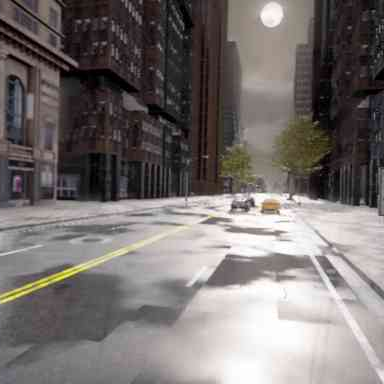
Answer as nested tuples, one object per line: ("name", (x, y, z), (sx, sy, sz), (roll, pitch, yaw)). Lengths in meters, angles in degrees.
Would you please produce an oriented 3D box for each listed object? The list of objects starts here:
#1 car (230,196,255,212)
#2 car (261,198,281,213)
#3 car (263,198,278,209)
("car", (5.464, 1.339, 37.186), (2.128, 1.511, 4.902), (2, 1, 14))
("car", (8.554, 1.414, 36.155), (1.882, 1.535, 5.008), (2, 0, 14))
("car", (11.104, 1.517, 46.815), (1.895, 1.301, 4.718), (2, 1, 14))
